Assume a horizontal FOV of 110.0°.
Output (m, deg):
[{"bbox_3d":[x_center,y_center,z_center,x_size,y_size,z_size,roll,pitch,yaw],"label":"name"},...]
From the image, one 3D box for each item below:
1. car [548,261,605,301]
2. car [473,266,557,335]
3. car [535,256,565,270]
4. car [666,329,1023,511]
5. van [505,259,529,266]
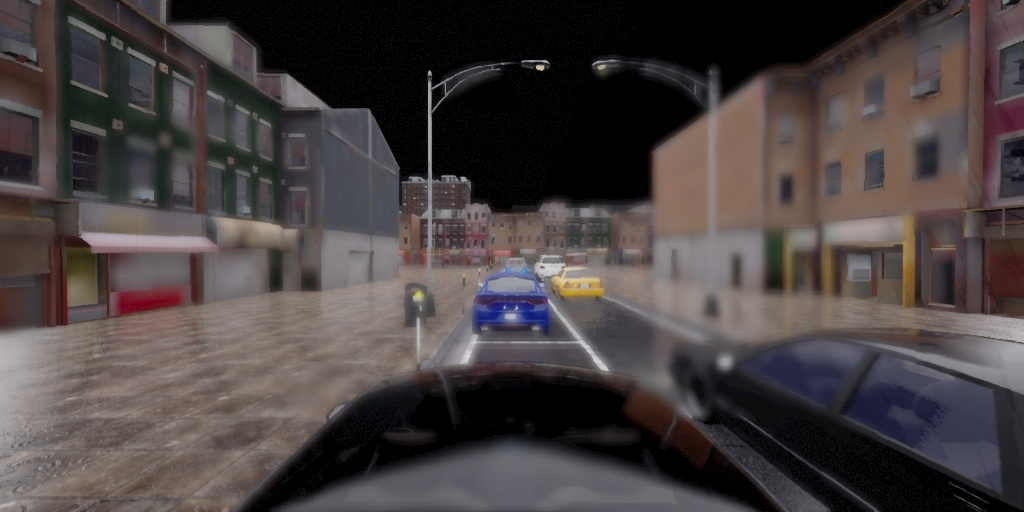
[{"bbox_3d":[3.021,1.206,17.245,1.801,1.575,5.366,0,0,0],"label":"car"},{"bbox_3d":[0.006,1.227,10.501,1.882,1.535,5.008,0,0,0],"label":"car"},{"bbox_3d":[3.109,0.979,28.947,2.150,2.045,5.566,0,0,0],"label":"car"},{"bbox_3d":[3.117,1.297,2.660,2.033,1.411,5.357,0,0,0],"label":"car"},{"bbox_3d":[0.382,1.095,27.349,1.690,1.789,3.998,0,0,0],"label":"van"}]
